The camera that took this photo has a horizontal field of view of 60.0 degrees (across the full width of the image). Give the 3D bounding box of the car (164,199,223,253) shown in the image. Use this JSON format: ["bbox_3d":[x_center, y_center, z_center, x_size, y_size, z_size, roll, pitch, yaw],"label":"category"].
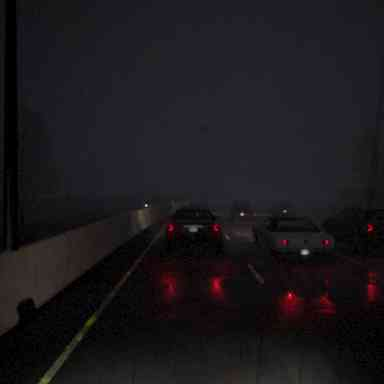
[{"bbox_3d":[0.075,1.350,13.764,2.097,1.767,4.553,0,0,1],"label":"car"}]

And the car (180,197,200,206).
[{"bbox_3d":[-0.248,1.559,54.762,1.994,1.385,4.181,0,0,21],"label":"car"}]

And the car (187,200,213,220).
[{"bbox_3d":[0.806,1.504,29.003,1.837,1.490,4.892,0,0,7],"label":"car"}]

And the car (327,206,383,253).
[{"bbox_3d":[7.075,1.350,13.765,2.097,1.767,4.553,0,0,1],"label":"car"}]

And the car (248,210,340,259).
[{"bbox_3d":[3.563,1.600,12.656,1.895,1.301,4.718,0,0,0],"label":"car"}]

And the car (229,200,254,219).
[{"bbox_3d":[4.311,1.504,28.919,1.837,1.490,4.892,0,0,7],"label":"car"}]

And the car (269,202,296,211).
[{"bbox_3d":[7.893,1.561,29.304,1.994,1.385,4.181,0,0,7],"label":"car"}]

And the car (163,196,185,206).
[{"bbox_3d":[-3.010,1.499,57.402,1.837,1.490,4.892,0,0,22],"label":"car"}]
